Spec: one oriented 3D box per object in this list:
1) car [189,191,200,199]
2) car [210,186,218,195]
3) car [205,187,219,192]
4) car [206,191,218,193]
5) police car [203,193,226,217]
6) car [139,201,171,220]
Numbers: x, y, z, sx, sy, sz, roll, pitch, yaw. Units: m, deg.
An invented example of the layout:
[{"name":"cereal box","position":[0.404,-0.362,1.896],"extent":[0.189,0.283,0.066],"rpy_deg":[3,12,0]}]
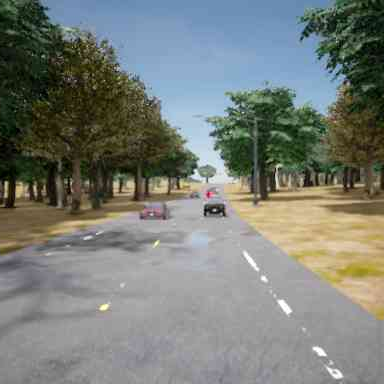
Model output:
[{"name":"car","position":[0.564,0.601,67.247],"extent":[1.837,1.490,4.892],"rpy_deg":[0,1,5]},{"name":"car","position":[5.896,-0.420,88.364],"extent":[2.150,2.045,5.566],"rpy_deg":[0,2,5]},{"name":"car","position":[3.720,0.373,63.262],"extent":[2.150,2.045,5.566],"rpy_deg":[0,1,5]},{"name":"car","position":[3.216,0.992,45.389],"extent":[1.801,1.575,5.366],"rpy_deg":[0,1,5]},{"name":"police car","position":[1.984,1.233,29.433],"extent":[1.930,1.638,5.238],"rpy_deg":[0,1,4]},{"name":"car","position":[-2.826,1.414,26.079],"extent":[1.994,1.385,4.181],"rpy_deg":[0,1,3]}]
